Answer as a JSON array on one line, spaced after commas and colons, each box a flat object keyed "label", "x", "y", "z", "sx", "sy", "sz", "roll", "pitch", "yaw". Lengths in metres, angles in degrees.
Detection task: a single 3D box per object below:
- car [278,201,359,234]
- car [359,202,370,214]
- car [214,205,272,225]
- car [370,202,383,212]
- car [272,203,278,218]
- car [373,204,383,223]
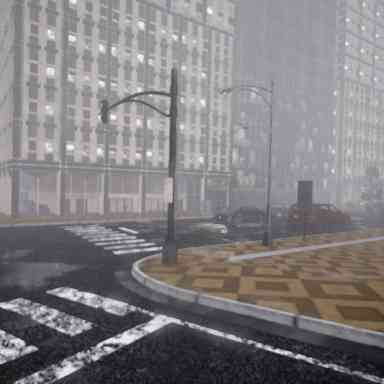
[{"label": "car", "x": 8.372, "y": 1.625, "z": 21.864, "sx": 5.009, "sy": 1.841, "sz": 2.192, "roll": 1, "pitch": 1, "yaw": -34}, {"label": "car", "x": 17.805, "y": 1.758, "z": 37.884, "sx": 4.829, "sy": 1.417, "sz": 1.752, "roll": 1, "pitch": 1, "yaw": -34}, {"label": "car", "x": 3.692, "y": 1.694, "z": 25.229, "sx": 4.181, "sy": 1.385, "sz": 1.994, "roll": 1, "pitch": 1, "yaw": -34}, {"label": "car", "x": 22.620, "y": 1.854, "z": 41.185, "sx": 4.313, "sy": 1.339, "sz": 1.947, "roll": 1, "pitch": 1, "yaw": -34}, {"label": "car", "x": 8.592, "y": 1.679, "z": 31.572, "sx": 4.403, "sy": 1.369, "sz": 2.008, "roll": 1, "pitch": 1, "yaw": -34}, {"label": "car", "x": 17.719, "y": 1.961, "z": 28.277, "sx": 4.507, "sy": 1.381, "sz": 1.887, "roll": 1, "pitch": 1, "yaw": -34}]
